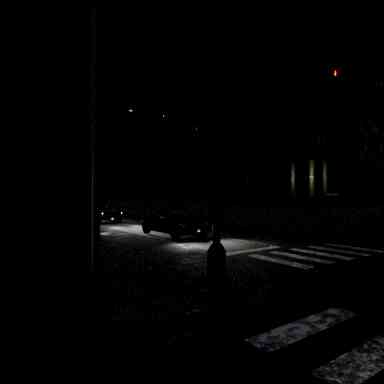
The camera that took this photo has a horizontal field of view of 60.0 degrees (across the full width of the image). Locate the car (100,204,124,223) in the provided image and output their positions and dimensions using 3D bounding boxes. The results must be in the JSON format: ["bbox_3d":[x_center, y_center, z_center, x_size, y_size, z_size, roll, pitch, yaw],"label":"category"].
[{"bbox_3d":[-6.970,1.608,25.563,1.895,1.301,4.718,0,0,-36],"label":"car"}]

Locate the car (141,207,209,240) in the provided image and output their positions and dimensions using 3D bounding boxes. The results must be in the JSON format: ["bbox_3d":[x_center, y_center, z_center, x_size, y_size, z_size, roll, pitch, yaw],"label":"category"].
[{"bbox_3d":[-1.044,1.530,17.353,1.812,1.442,4.674,0,0,-36],"label":"car"}]
